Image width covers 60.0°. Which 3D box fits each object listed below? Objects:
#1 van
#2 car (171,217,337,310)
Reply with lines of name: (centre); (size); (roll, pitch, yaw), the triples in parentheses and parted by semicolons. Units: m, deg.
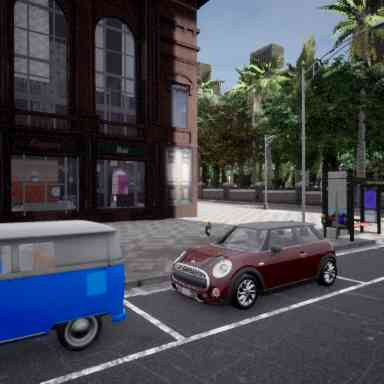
van: (-2.918, 1.341, 4.573); (3.998, 1.788, 1.690); (0, 0, -35)
car: (1.500, 1.439, 7.723); (4.097, 1.590, 1.967); (0, 0, -35)
